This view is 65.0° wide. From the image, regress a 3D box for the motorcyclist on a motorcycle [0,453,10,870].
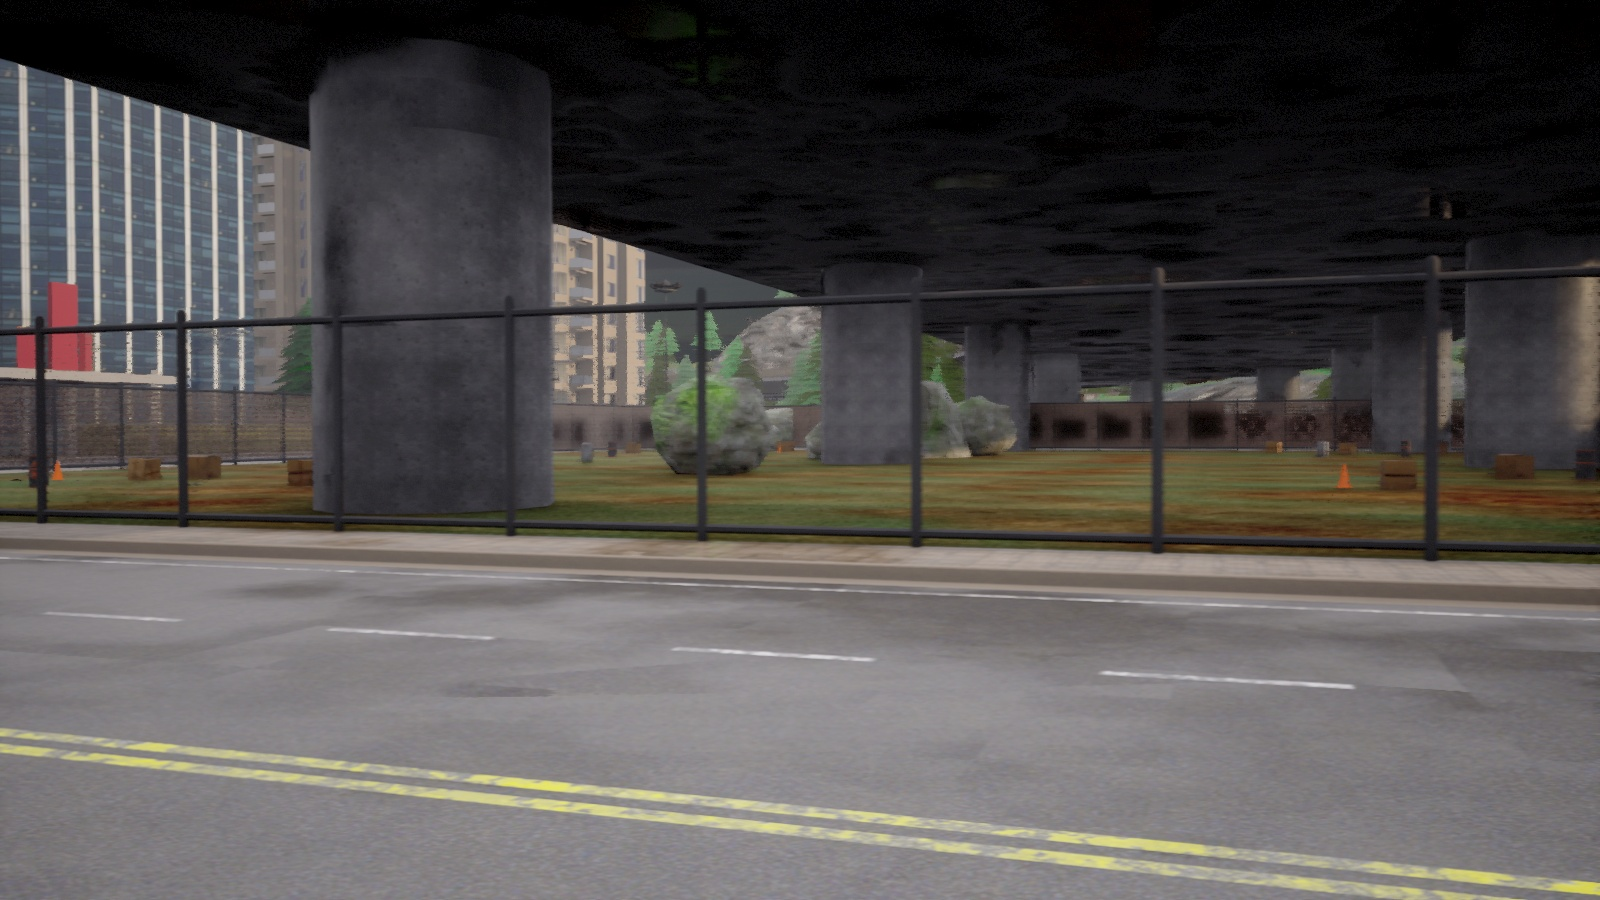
[{"bbox_3d":[-4.096,0.773,4.572,2.191,1.530,0.866,1,1,19],"label":"motorcyclist on a motorcycle"}]
